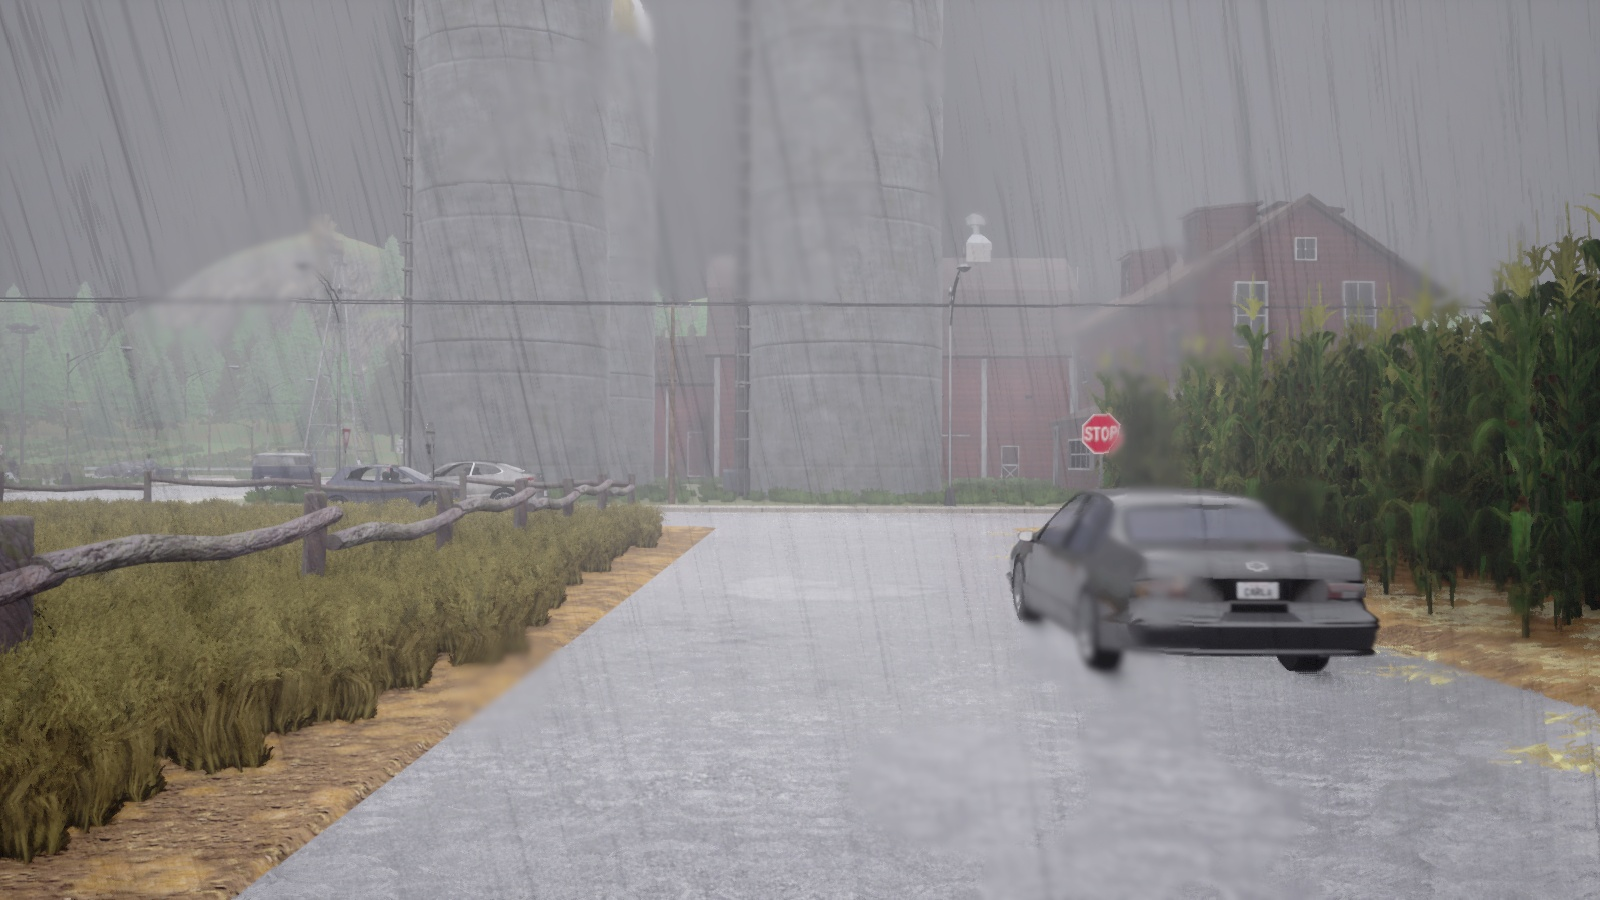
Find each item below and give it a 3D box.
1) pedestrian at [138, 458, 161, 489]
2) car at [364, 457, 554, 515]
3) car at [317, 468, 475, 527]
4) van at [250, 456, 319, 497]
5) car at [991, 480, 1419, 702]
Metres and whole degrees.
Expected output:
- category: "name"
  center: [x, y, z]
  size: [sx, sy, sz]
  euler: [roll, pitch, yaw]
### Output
- category: "pedestrian"
  center: [-38.175, 1.375, 73.673]
  size: [0.874, 1.855, 0.900]
  euler: [0, -1, -2]
- category: "car"
  center: [-9.997, 1.045, 37.124]
  size: [5.027, 1.651, 2.152]
  euler: [0, -1, 1]
- category: "car"
  center: [-10.764, 1.251, 33.654]
  size: [3.633, 1.501, 1.845]
  euler: [0, -1, 0]
- category: "van"
  center: [-26.057, 1.331, 63.622]
  size: [1.775, 1.987, 4.442]
  euler: [0, -1, -1]
- category: "car"
  center: [3.116, 1.008, 11.079]
  size: [2.033, 1.411, 5.357]
  euler: [0, -1, 0]
